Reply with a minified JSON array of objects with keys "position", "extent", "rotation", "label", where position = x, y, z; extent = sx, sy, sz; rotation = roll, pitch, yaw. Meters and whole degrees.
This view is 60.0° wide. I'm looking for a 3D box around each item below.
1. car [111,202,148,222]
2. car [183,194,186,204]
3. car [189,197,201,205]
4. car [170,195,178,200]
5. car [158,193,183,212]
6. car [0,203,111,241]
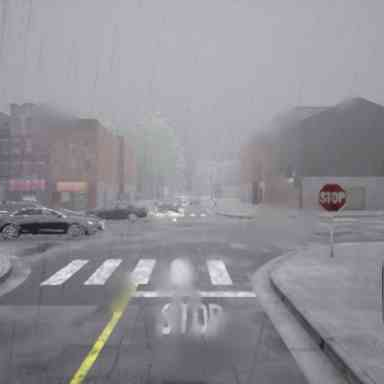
[{"position":[-5.880,1.532,25.568],"extent":[5.008,1.535,1.882],"rotation":[-2,0,0],"label":"car"},{"position":[-2.438,1.461,48.791],"extent":[2.128,1.511,4.902],"rotation":[0,0,0],"label":"car"},{"position":[0.503,1.513,56.032],"extent":[2.033,1.411,5.357],"rotation":[0,0,0],"label":"car"},{"position":[-5.041,1.506,95.334],"extent":[2.008,1.369,4.403],"rotation":[1,0,0],"label":"car"},{"position":[-2.549,1.334,37.756],"extent":[2.097,1.767,4.553],"rotation":[0,0,2],"label":"car"},{"position":[-6.640,1.415,15.643],"extent":[4.902,1.511,2.128],"rotation":[0,-1,0],"label":"car"}]
